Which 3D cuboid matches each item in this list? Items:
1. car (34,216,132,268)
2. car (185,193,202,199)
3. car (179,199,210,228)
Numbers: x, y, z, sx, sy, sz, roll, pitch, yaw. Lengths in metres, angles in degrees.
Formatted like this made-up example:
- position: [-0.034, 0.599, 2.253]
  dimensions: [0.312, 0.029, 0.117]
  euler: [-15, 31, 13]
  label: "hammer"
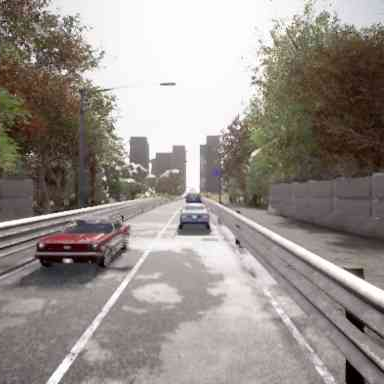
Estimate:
- position: [-3.329, 1.522, 11.096]
  dimensions: [1.895, 1.301, 4.718]
  euler: [0, 0, 0]
  label: "car"
- position: [0.197, 1.113, 45.973]
  dimensions: [2.150, 2.045, 5.566]
  euler: [0, 0, 0]
  label: "car"
- position: [0.143, 1.421, 20.893]
  dimensions: [2.033, 1.411, 5.357]
  euler: [0, 0, 0]
  label: "car"
